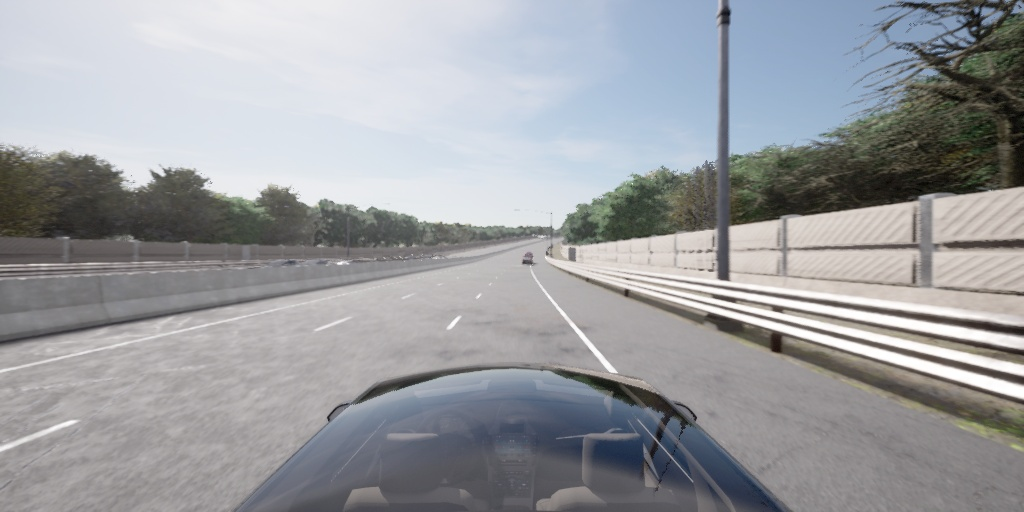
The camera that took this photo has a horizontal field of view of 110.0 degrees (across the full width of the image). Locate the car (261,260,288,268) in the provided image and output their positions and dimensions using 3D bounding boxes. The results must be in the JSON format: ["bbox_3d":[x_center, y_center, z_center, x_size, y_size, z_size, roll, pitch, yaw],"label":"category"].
[{"bbox_3d":[-24.059,1.146,37.621,1.837,1.490,4.892,0,0,2],"label":"car"}]

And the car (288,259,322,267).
[{"bbox_3d":[-20.565,1.132,37.350,1.882,1.535,5.008,0,0,2],"label":"car"}]

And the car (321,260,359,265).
[{"bbox_3d":[-17.063,1.214,37.291,2.033,1.411,5.357,0,0,2],"label":"car"}]
